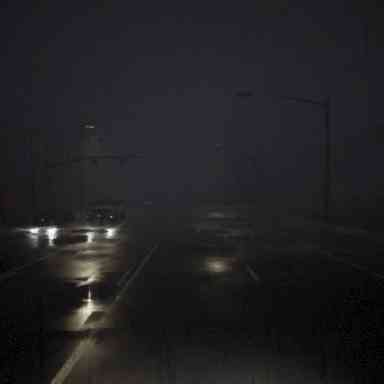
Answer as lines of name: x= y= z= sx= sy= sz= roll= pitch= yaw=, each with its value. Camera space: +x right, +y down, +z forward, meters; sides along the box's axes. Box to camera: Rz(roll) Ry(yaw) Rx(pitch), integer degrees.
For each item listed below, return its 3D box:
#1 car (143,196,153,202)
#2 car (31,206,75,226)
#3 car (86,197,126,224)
car: x=-10.481 y=1.575 z=79.649 sx=2.033 sy=1.411 sz=5.357 roll=0 pitch=0 yaw=0
car: x=-10.572 y=1.810 z=25.519 sx=1.994 sy=1.385 sz=4.181 roll=0 pitch=0 yaw=0
car: x=-7.056 y=1.478 z=27.975 sx=2.150 sy=2.045 sz=5.566 roll=0 pitch=-1 yaw=0
